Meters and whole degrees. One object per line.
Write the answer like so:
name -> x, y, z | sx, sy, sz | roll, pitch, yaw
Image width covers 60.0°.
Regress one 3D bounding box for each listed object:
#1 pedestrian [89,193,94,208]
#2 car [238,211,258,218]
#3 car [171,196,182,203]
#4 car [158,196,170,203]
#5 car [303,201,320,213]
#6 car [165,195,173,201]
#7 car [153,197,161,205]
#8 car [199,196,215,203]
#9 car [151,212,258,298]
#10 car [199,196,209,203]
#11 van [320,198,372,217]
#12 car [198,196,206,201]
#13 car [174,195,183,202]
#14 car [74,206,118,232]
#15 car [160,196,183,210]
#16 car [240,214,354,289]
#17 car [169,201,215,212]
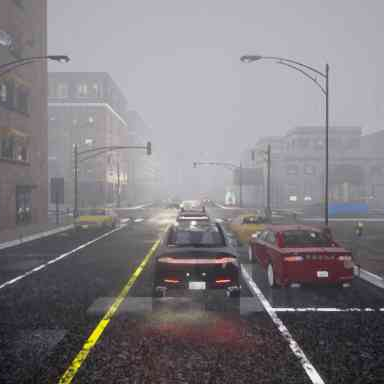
pedestrian -> -12.721, 1.083, 42.276 | 0.375, 1.860, 0.375 | 0, 0, -1
car -> 2.653, 1.527, 14.897 | 1.752, 1.417, 4.829 | 0, 0, 0
car -> -3.150, 1.541, 68.872 | 2.128, 1.511, 4.902 | 0, 0, 0
car -> -5.845, 1.600, 69.956 | 2.008, 1.369, 4.403 | 0, 0, 0
car -> 14.585, 1.599, 37.005 | 4.181, 1.385, 1.994 | 0, 0, -1
car -> -5.882, 1.604, 86.875 | 1.752, 1.417, 4.829 | 0, 0, 0
car -> -5.821, 1.584, 58.562 | 2.008, 1.369, 4.403 | 0, 0, 0
car -> 2.571, 1.466, 52.895 | 1.967, 1.590, 4.097 | 0, 0, 0
car -> 0.084, 1.491, 8.486 | 2.128, 1.511, 4.902 | 0, 0, 0
car -> 2.535, 1.601, 69.986 | 2.008, 1.369, 4.403 | 0, 0, 0
van -> 14.591, 1.416, 31.215 | 3.998, 1.788, 1.690 | 0, 0, -1
car -> 2.499, 1.629, 87.076 | 2.008, 1.369, 4.403 | -1, 0, 0
car -> -3.168, 1.586, 79.035 | 2.128, 1.511, 4.902 | 0, 0, 0
car -> -5.739, 1.529, 20.240 | 1.752, 1.417, 4.829 | 0, 0, 0
car -> -2.594, 1.543, 43.139 | 2.033, 1.411, 5.357 | 0, -1, -9
car -> 2.666, 1.545, 9.030 | 1.887, 1.381, 4.507 | 0, 0, 0
car -> 0.061, 1.494, 18.855 | 2.128, 1.511, 4.902 | 0, 0, 0
